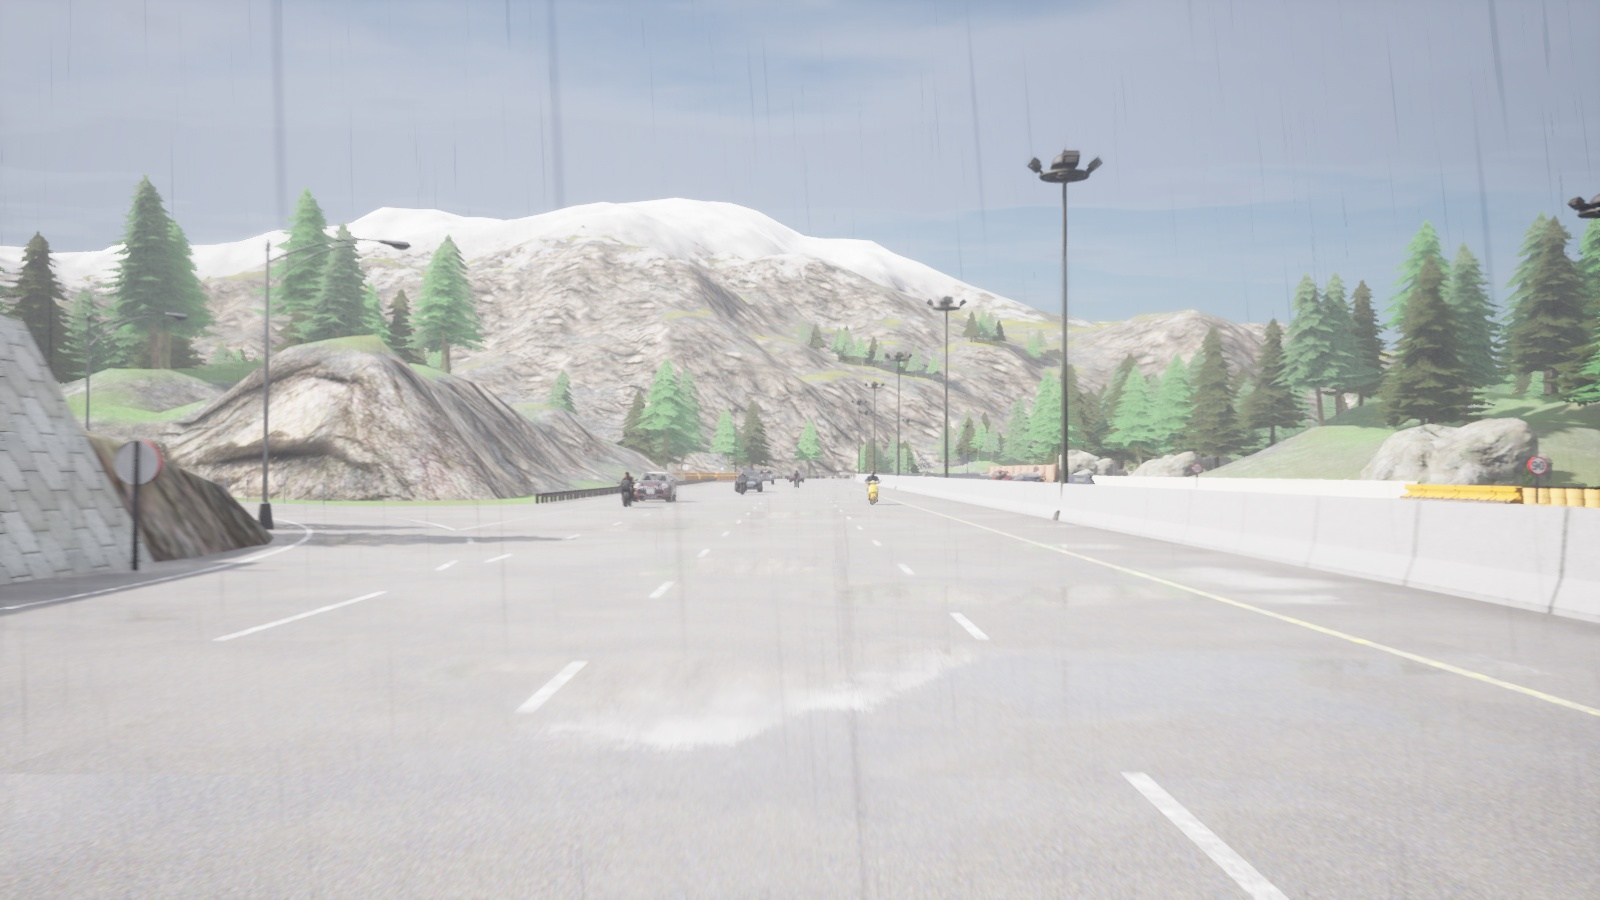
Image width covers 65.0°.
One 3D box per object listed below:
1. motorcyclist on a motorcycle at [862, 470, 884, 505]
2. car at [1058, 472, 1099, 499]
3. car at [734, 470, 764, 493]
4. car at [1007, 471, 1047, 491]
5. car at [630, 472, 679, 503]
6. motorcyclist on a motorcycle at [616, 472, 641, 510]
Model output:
[{"bbox_3d":[3.359,1.720,57.859,0.866,1.590,1.817,0,-1,0],"label":"motorcyclist on a motorcycle"},{"bbox_3d":[15.840,1.986,71.216,2.033,1.411,5.357,0,-1,15],"label":"car"},{"bbox_3d":[-3.725,2.307,92.728,2.033,1.649,4.856,0,-1,0],"label":"car"},{"bbox_3d":[17.268,2.341,95.676,2.163,1.488,4.792,0,-1,0],"label":"car"},{"bbox_3d":[-7.148,1.845,62.145,1.970,1.475,3.806,0,-1,0],"label":"car"},{"bbox_3d":[-7.127,1.697,52.277,0.797,1.523,2.044,0,-1,0],"label":"motorcyclist on a motorcycle"}]
